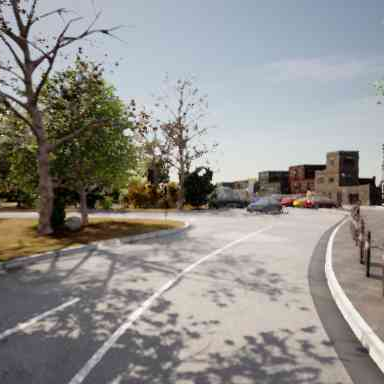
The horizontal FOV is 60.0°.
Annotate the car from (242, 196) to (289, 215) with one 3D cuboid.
[{"bbox_3d":[7.384,1.412,33.054,1.812,1.442,4.674,2,1,45],"label":"car"}]

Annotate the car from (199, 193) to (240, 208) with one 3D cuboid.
[{"bbox_3d":[3.986,1.255,49.284,5.566,2.045,2.435,0,-1,-10],"label":"car"}]

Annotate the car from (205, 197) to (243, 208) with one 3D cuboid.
[{"bbox_3d":[4.463,1.471,46.529,4.892,1.521,2.231,0,-1,-10],"label":"car"}]

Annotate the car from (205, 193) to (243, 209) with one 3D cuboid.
[{"bbox_3d":[4.963,1.188,43.910,5.566,2.045,2.435,0,-1,-10],"label":"car"}]

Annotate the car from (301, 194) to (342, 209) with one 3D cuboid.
[{"bbox_3d":[17.362,1.351,43.958,4.553,1.767,2.185,0,-1,-10],"label":"car"}]

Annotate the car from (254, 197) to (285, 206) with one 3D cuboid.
[{"bbox_3d":[14.383,1.784,61.806,5.366,1.575,1.946,0,-1,-10],"label":"car"}]

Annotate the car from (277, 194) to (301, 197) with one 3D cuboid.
[{"bbox_3d":[16.300,1.294,49.817,5.566,2.045,2.435,0,-1,-10],"label":"car"}]

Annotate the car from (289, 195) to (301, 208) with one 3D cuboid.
[{"bbox_3d":[16.844,1.512,46.948,5.008,1.535,2.097,0,-1,-10],"label":"car"}]
